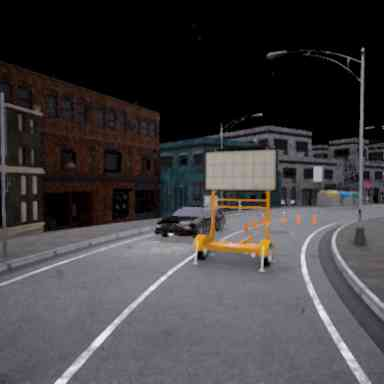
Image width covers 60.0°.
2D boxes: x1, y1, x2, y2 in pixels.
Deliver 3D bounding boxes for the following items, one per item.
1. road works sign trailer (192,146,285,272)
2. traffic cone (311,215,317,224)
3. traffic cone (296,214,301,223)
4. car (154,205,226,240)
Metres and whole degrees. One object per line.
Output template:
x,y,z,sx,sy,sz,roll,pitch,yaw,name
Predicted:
1.589,0.369,10.797,2.380,3.560,2.880,1,1,25,road works sign trailer
8.101,1.804,22.050,0.340,0.580,0.340,1,1,24,traffic cone
7.187,1.787,22.456,0.340,0.580,0.340,1,1,24,traffic cone
0.148,1.378,16.445,2.033,1.411,5.357,1,1,23,car
